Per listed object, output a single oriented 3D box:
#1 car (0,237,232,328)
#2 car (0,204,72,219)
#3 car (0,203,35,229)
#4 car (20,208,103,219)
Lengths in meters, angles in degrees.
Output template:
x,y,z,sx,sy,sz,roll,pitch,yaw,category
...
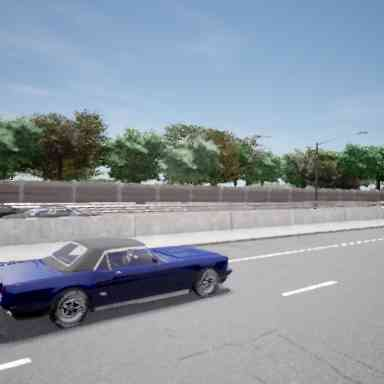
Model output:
x,y,z,sx,sy,sz,roll,pitch,yaw,category
-1.418,1.634,7.035,4.718,1.301,1.895,1,0,-36,car
-8.457,1.542,19.441,4.902,1.511,2.128,1,-1,-35,car
-12.706,1.496,20.714,5.008,1.535,1.882,1,0,-35,car
-5.883,1.659,16.978,4.718,1.301,1.895,1,0,-35,car
